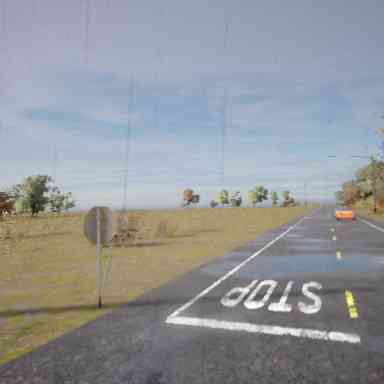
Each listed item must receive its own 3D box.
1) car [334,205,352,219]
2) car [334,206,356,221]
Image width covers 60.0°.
[{"bbox_3d":[21.921,2.856,48.342,2.097,1.767,4.553,-3,-3,22],"label":"car"},{"bbox_3d":[19.518,2.659,42.283,2.097,1.767,4.553,-3,-3,22],"label":"car"}]
